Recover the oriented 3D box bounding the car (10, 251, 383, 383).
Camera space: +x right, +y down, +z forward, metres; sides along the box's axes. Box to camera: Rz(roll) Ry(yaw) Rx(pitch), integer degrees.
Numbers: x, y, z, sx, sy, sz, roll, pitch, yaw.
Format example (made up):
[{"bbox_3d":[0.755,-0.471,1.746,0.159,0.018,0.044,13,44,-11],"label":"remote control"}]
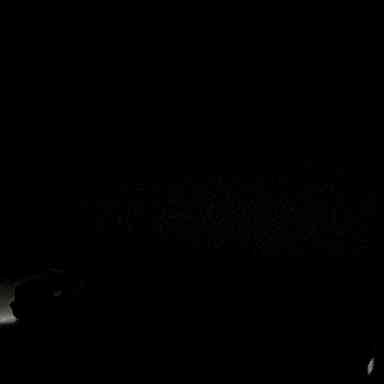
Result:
[{"bbox_3d":[-0.402,1.552,4.467,5.357,1.411,2.033,0,0,39],"label":"car"}]
